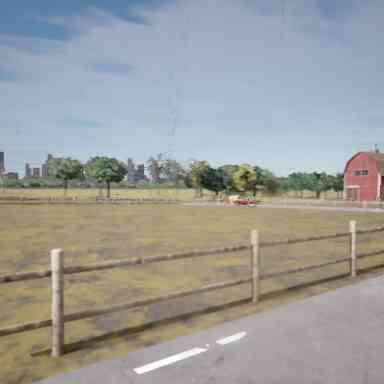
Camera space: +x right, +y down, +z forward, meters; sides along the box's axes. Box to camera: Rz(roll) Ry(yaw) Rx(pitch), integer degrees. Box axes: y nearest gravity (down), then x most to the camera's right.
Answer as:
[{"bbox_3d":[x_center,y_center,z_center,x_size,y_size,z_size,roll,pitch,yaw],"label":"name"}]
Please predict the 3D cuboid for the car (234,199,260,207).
[{"bbox_3d":[9.334,1.815,56.749,1.895,1.301,4.718,-1,0,-35],"label":"car"}]
